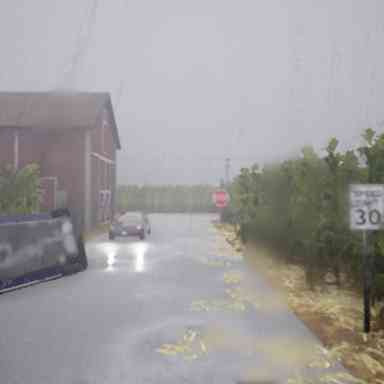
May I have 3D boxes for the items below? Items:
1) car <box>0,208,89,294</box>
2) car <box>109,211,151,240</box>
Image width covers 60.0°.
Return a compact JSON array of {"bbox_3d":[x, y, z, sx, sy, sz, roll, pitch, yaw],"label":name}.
[{"bbox_3d":[-4.431,1.489,8.272,1.301,1.895,4.718,-17,-7,21],"label":"car"},{"bbox_3d":[-3.449,1.841,19.121,1.812,1.442,4.674,0,-1,-1],"label":"car"}]
